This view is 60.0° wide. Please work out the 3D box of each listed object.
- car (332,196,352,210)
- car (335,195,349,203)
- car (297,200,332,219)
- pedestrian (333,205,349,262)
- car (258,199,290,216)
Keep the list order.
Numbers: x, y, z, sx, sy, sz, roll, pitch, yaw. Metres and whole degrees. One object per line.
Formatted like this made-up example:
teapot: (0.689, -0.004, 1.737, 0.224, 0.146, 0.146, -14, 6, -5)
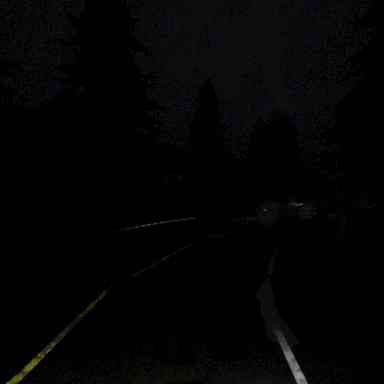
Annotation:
car: (18.901, 1.271, 42.095, 2.097, 1.767, 4.553, 0, 0, 32)
car: (29.730, 1.333, 65.865, 1.837, 1.490, 4.892, 0, 0, 32)
car: (10.468, 1.507, 28.701, 1.994, 1.385, 4.181, 0, 0, 32)
pedestrian: (4.754, 1.273, 10.480, 0.375, 1.860, 0.375, 0, 0, 16)
car: (7.874, 1.429, 31.643, 2.128, 1.511, 4.902, 0, 0, 32)
